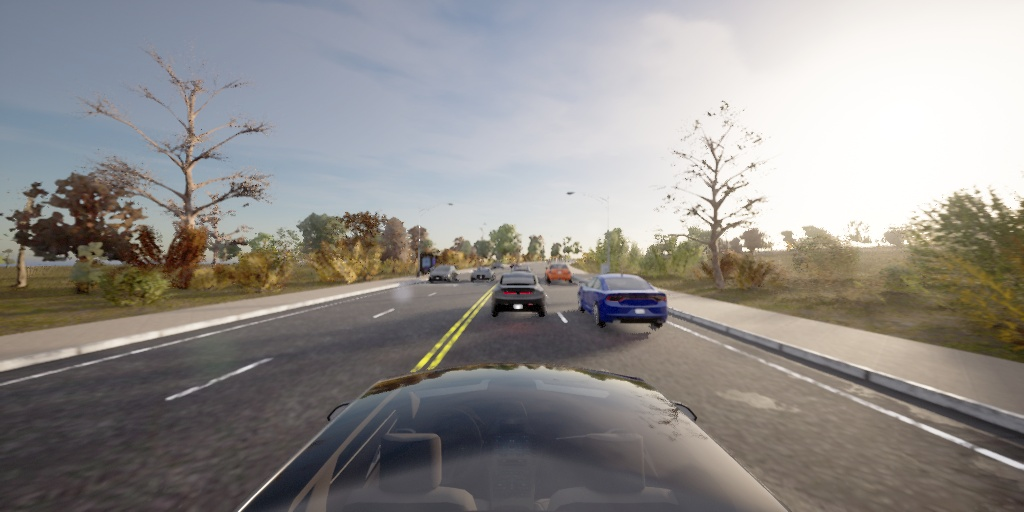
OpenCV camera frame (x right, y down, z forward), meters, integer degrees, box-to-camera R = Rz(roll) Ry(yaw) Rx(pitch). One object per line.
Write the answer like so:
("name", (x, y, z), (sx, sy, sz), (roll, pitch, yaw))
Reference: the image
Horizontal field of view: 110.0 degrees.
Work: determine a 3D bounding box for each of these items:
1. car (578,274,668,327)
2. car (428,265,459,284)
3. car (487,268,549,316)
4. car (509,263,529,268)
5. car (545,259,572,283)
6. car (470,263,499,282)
("car", (3.463, 1.344, 12.056), (1.882, 1.535, 5.008), (0, 0, 1))
("car", (-5.896, 1.570, 31.302), (1.837, 1.490, 4.892), (0, -1, 3))
("car", (0.248, 1.393, 13.995), (1.837, 1.490, 4.892), (0, 0, 1))
("car", (0.860, 1.568, 32.561), (2.128, 1.511, 4.902), (0, -1, 3))
("car", (4.102, 1.425, 32.260), (2.097, 1.767, 4.553), (0, -1, 3))
("car", (-2.578, 1.642, 32.675), (1.994, 1.385, 4.181), (0, -1, 3))
